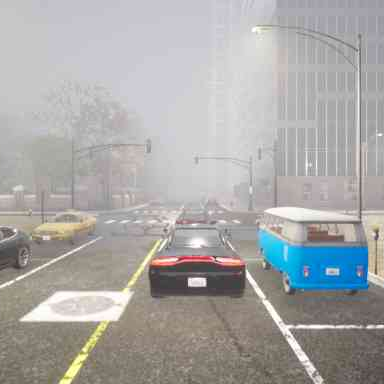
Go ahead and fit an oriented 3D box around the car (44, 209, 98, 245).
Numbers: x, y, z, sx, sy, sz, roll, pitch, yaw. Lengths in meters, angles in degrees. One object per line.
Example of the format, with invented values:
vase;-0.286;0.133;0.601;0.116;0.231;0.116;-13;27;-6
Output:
car;-5.797;1.518;15.669;1.752;1.417;4.829;0;0;0

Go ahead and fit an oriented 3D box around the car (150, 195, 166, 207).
car;-5.619;1.517;52.240;1.887;1.381;4.507;0;0;0

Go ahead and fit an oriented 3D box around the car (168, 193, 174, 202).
car;-5.595;1.277;69.289;2.192;1.841;5.009;0;0;0

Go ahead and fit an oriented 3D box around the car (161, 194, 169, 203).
car;-5.612;1.520;57.923;2.008;1.369;4.403;0;0;0

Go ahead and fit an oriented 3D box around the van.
van;2.785;1.337;8.425;1.690;1.788;3.998;0;0;0

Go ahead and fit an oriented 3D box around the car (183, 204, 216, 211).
car;0.123;1.555;17.573;1.994;1.385;4.181;0;0;0

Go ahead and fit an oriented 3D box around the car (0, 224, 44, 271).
car;-5.759;1.562;8.435;1.947;1.339;4.313;0;0;0

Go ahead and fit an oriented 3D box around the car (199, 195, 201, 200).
car;2.793;1.521;74.955;1.947;1.339;4.313;0;0;0

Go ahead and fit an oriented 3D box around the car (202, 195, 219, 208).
car;2.755;1.416;46.550;1.967;1.590;4.097;0;0;0

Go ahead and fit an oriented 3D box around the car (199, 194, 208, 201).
car;2.801;1.388;80.637;1.967;1.590;4.097;0;0;0

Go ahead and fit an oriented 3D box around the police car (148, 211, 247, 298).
police car;0.108;1.501;8.611;2.038;1.542;4.974;0;0;0

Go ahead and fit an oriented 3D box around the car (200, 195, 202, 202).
car;2.762;1.538;52.231;1.947;1.339;4.313;0;0;0

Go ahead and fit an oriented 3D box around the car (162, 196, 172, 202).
car;-5.588;1.537;74.971;1.802;1.307;4.206;0;0;0

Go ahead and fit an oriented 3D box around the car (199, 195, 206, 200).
car;2.817;1.452;92.172;1.752;1.417;4.829;0;0;0
